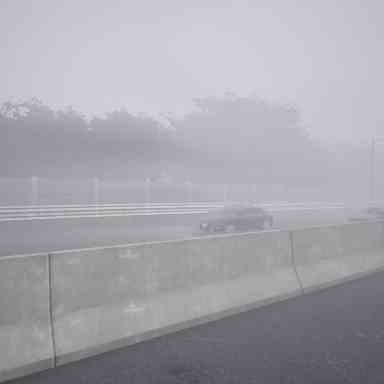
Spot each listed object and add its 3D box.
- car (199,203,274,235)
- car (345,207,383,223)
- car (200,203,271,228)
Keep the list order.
[{"bbox_3d":[2.594,1.544,18.899,4.892,1.490,1.837,1,0,-36],"label":"car"},{"bbox_3d":[12.005,1.677,21.516,5.357,1.411,2.033,1,0,-37],"label":"car"},{"bbox_3d":[3.158,1.559,23.665,4.902,1.511,2.128,1,0,-37],"label":"car"}]
